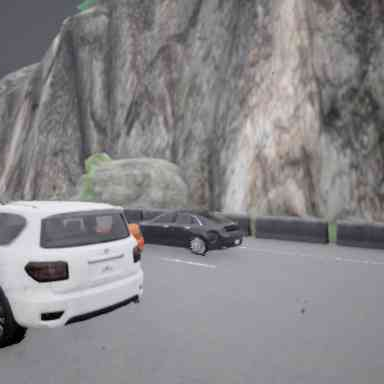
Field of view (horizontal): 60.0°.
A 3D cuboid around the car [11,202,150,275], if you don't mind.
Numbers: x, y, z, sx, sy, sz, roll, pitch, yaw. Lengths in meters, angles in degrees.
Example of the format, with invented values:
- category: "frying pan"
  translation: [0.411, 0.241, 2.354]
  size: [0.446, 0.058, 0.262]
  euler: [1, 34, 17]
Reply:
- category: "car"
  translation: [-3.786, 1.290, 10.993]
  size: [4.553, 1.767, 2.097]
  euler: [0, 0, 36]

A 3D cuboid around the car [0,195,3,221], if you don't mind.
- category: "car"
  translation: [-15.786, 1.092, 23.855]
  size: [4.553, 1.767, 2.097]
  euler: [1, 1, 36]

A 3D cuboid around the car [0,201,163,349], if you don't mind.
- category: "car"
  translation: [-3.432, 1.181, 6.442]
  size: [5.566, 2.045, 2.150]
  euler: [1, 0, 36]

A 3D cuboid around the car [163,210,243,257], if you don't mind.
- category: "car"
  translation: [-0.414, 1.456, 12.886]
  size: [4.892, 1.490, 1.837]
  euler: [1, 0, 36]
